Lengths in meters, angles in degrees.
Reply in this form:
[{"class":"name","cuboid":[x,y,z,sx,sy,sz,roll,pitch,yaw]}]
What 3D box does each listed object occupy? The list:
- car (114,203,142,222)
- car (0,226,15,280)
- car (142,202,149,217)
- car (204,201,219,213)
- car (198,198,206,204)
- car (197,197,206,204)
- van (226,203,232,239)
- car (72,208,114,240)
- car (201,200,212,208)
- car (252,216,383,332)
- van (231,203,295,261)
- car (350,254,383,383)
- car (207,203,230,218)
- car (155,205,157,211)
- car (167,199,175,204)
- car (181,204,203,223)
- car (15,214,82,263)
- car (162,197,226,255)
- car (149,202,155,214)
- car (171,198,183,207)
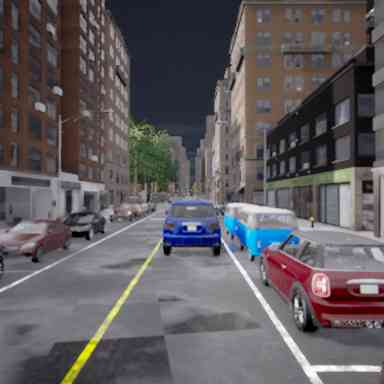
[{"class":"car","cuboid":[-5.853,1.737,28.992,1.967,1.590,4.097,0,-1,0]},{"class":"car","cuboid":[-5.853,1.508,6.959,1.967,1.590,4.097,0,-1,0]},{"class":"car","cuboid":[-5.853,1.881,34.330,1.752,1.417,4.829,0,-1,0]},{"class":"car","cuboid":[2.673,2.008,45.670,1.752,1.417,4.829,0,-1,0]},{"class":"car","cuboid":[2.674,2.434,88.586,1.967,1.590,4.097,0,-1,0]},{"class":"car","cuboid":[2.675,2.375,93.995,2.192,1.841,5.009,0,-1,0]},{"class":"van","cuboid":[2.673,1.520,17.965,1.690,1.788,3.998,0,-1,0]},{"class":"car","cuboid":[-5.854,1.745,17.974,1.947,1.339,4.313,0,-1,0]},{"class":"car","cuboid":[2.673,2.239,62.021,1.947,1.339,4.313,0,-1,0]},{"class":"car","cuboid":[2.672,1.508,6.950,1.967,1.590,4.097,0,-1,0]},{"class":"van","cuboid":[2.673,1.463,12.459,1.690,1.788,3.998,0,-1,0]},{"class":"car","cuboid":[2.672,1.455,1.444,1.967,1.590,4.097,0,-1,0]},{"class":"car","cuboid":[2.672,1.908,34.486,2.008,1.369,4.403,0,-1,0]},{"class":"car","cuboid":[-5.853,2.047,45.516,1.947,1.339,4.313,0,-1,0]},{"class":"car","cuboid":[-5.851,2.626,94.009,1.947,1.339,4.313,0,-1,0]},{"class":"car","cuboid":[0.007,1.827,29.396,1.812,1.442,4.674,0,0,0]},{"class":"car","cuboid":[-5.854,1.705,12.465,1.802,1.307,4.206,0,-1,0]},{"class":"car","cuboid":[0.002,1.355,14.030,2.150,2.045,5.566,0,0,0]},{"class":"car","cuboid":[-5.853,2.001,40.007,1.802,1.307,4.206,0,-1,0]},{"class":"car","cuboid":[-3.000,2.078,66.675,2.097,1.767,4.553,0,0,0]}]
